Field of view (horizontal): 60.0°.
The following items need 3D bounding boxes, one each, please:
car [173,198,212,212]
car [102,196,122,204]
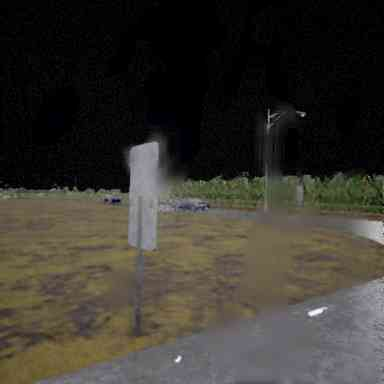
[{"bbox_3d":[-0.024,1.381,37.023,2.033,1.411,5.357,2,-1,-35],"label":"car"},{"bbox_3d":[-13.574,1.344,56.284,1.895,1.301,4.718,2,-1,-35],"label":"car"}]
